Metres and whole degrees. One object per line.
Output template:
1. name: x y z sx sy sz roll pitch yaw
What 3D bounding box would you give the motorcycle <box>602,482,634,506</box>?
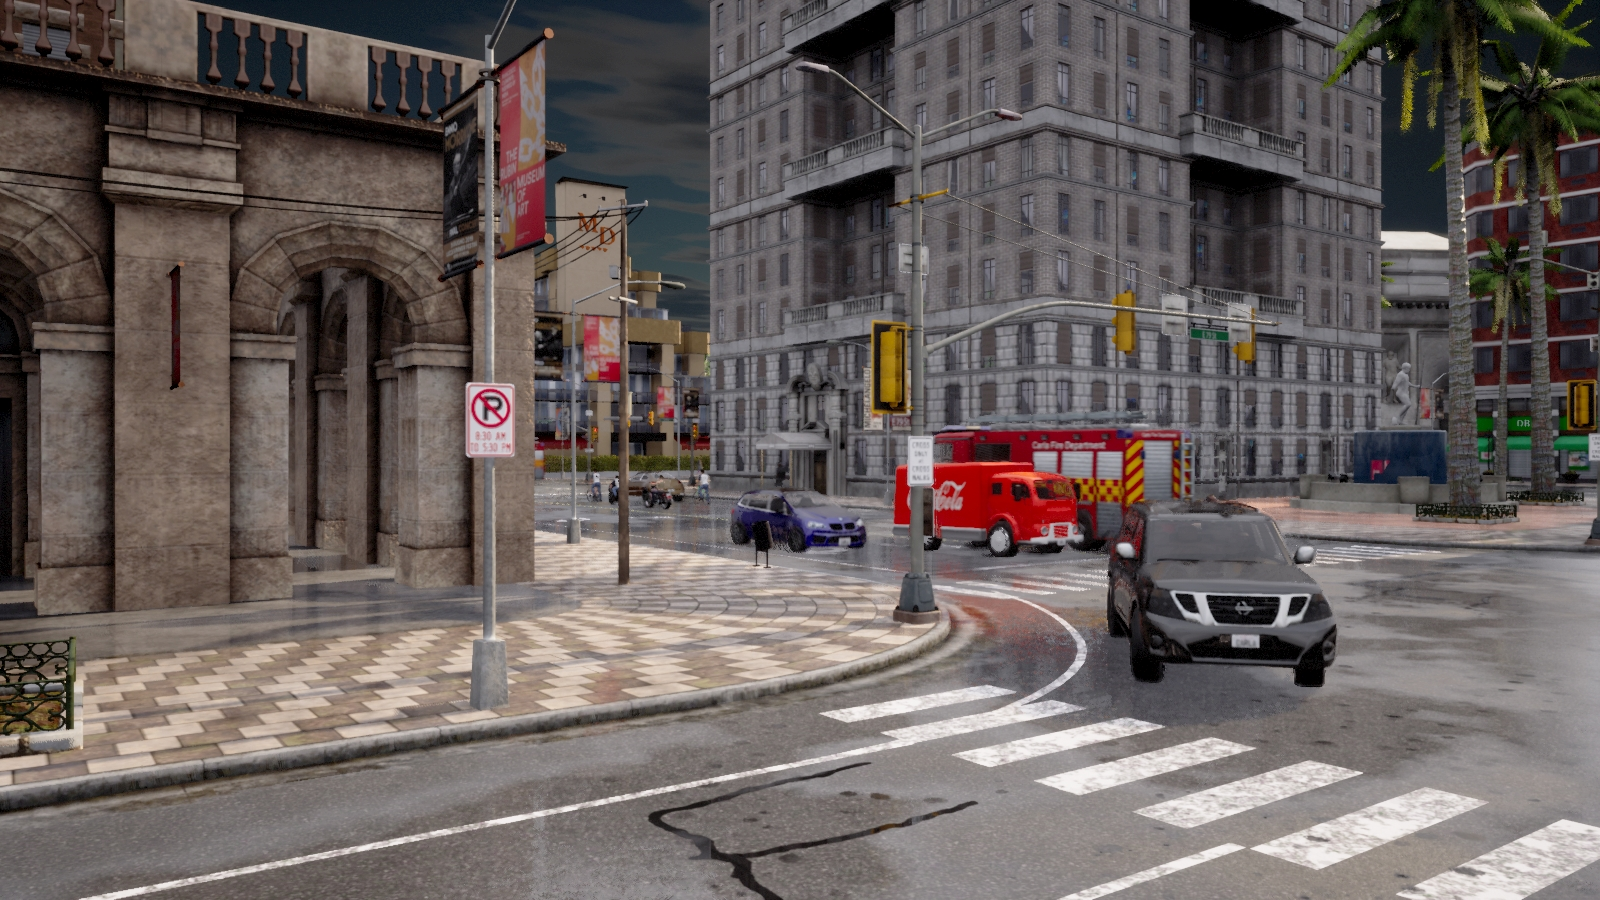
1. motorcycle: -9.213 2.204 57.798 0.803 1.145 2.033 0 0 -36

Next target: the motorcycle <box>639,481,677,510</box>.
1. motorcycle: -6.767 2.160 54.369 0.764 1.277 2.356 0 0 -35

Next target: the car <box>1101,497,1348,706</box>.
1. car: 5.409 1.775 15.411 2.150 2.045 5.566 0 0 10

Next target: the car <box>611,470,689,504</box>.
1. car: -8.211 1.981 62.259 2.152 1.651 5.027 0 0 -35

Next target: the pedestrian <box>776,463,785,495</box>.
1. pedestrian: -1.125 1.683 66.272 0.375 1.860 0.375 0 0 -34

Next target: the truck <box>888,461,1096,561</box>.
1. truck: 5.130 1.578 31.271 2.627 2.467 5.204 0 -1 -37

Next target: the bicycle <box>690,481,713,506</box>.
1. bicycle: -4.999 2.195 57.900 0.373 1.196 1.643 0 0 -36

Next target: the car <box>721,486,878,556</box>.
1. car: -0.100 1.960 32.762 2.242 1.667 4.611 0 0 -35

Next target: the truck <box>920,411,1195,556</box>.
1. truck: 7.465 0.881 34.573 2.891 3.827 8.468 0 0 -34

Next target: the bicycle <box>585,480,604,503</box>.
1. bicycle: -11.030 2.196 61.250 0.373 1.196 1.643 0 0 -35

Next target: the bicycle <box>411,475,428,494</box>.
1. bicycle: -24.185 2.202 72.607 0.329 1.171 1.835 0 0 -41
